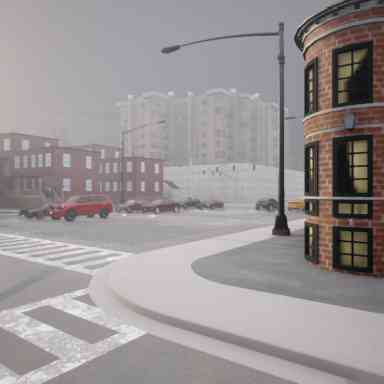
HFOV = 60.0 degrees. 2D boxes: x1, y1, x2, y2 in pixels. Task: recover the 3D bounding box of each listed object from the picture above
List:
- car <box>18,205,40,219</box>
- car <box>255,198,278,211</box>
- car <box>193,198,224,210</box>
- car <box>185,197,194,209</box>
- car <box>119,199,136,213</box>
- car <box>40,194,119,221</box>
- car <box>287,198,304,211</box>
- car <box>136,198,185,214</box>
[{"bbox_3d":[-12.189,1.547,29.221,2.033,1.411,5.357,0,0,36],"label":"car"},{"bbox_3d":[9.518,1.502,41.214,1.837,1.490,4.892,0,-1,36],"label":"car"},{"bbox_3d":[2.538,1.564,43.761,1.994,1.385,4.181,0,0,35],"label":"car"},{"bbox_3d":[-0.682,1.492,45.275,2.128,1.511,4.902,0,0,36],"label":"car"},{"bbox_3d":[-6.460,1.526,37.213,1.812,1.442,4.674,0,0,35],"label":"car"},{"bbox_3d":[-9.109,1.221,27.509,2.150,2.045,5.566,0,0,36],"label":"car"},{"bbox_3d":[13.184,1.478,40.296,1.882,1.535,5.008,0,0,36],"label":"car"},{"bbox_3d":[-3.313,1.478,35.610,1.882,1.535,5.008,0,0,36],"label":"car"}]
